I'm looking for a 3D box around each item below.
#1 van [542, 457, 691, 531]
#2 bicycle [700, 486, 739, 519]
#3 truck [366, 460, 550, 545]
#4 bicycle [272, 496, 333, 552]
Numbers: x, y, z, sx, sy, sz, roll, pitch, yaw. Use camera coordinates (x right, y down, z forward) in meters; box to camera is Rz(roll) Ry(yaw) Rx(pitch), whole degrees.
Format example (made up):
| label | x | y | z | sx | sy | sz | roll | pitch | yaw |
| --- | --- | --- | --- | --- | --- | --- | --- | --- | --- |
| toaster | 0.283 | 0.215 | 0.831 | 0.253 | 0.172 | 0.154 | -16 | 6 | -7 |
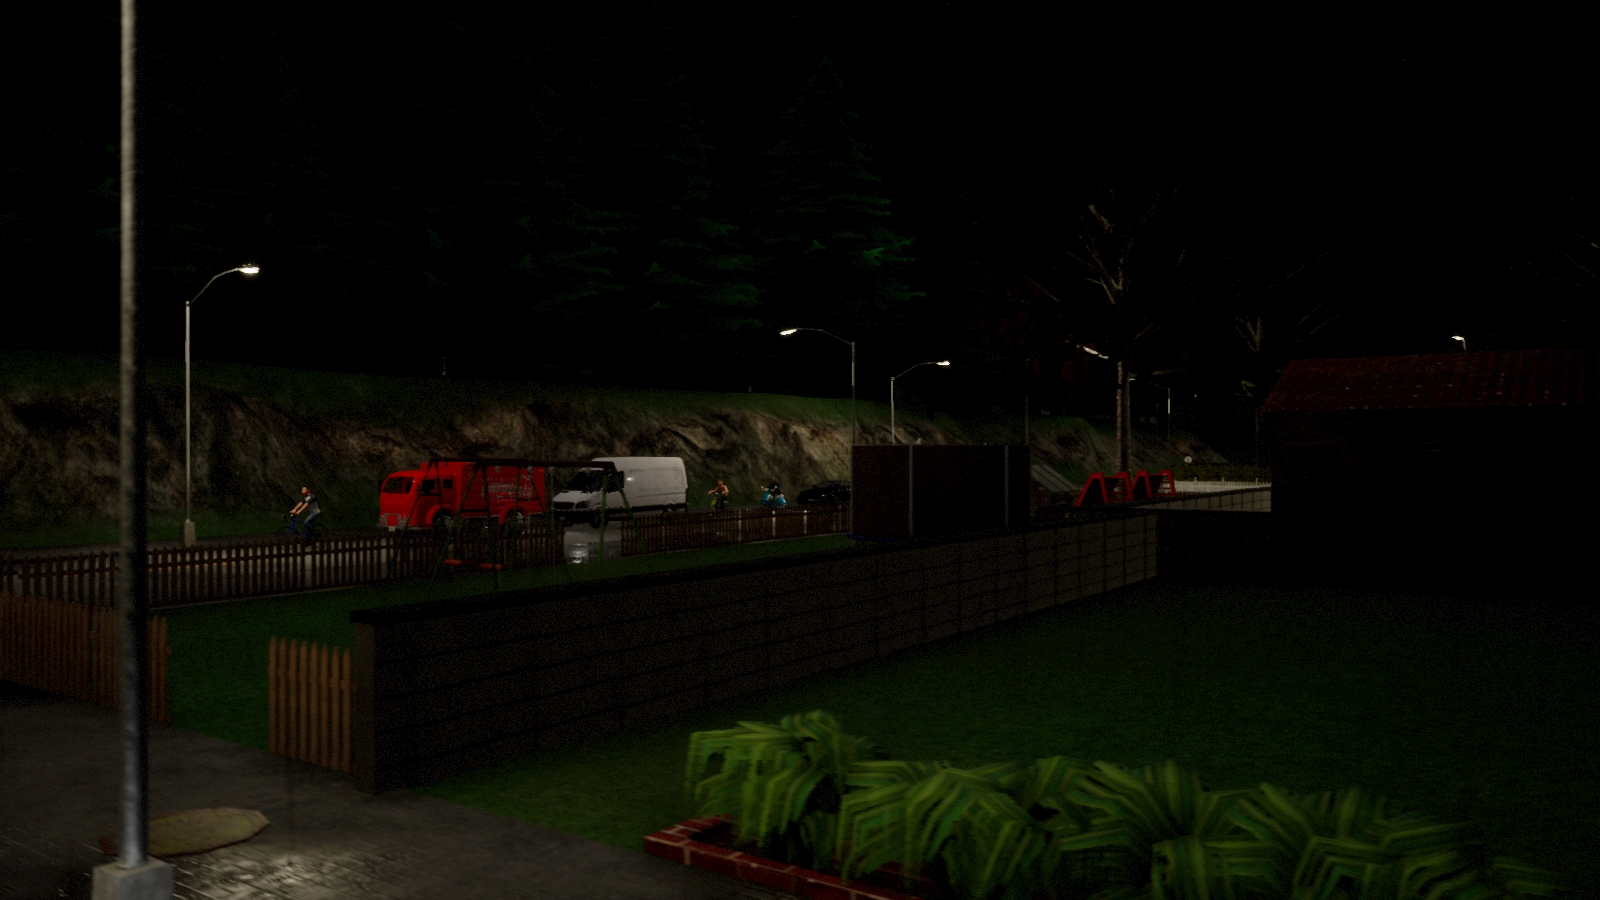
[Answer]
| label | x | y | z | sx | sy | sz | roll | pitch | yaw |
| --- | --- | --- | --- | --- | --- | --- | --- | --- | --- |
| van | -6.783 | 1.557 | 42.992 | 1.988 | 2.561 | 5.915 | 0 | 0 | 35 |
| bicycle | -3.362 | 2.180 | 47.689 | 0.859 | 1.276 | 1.487 | 0 | 0 | 36 |
| truck | -10.979 | 1.590 | 37.014 | 2.627 | 2.467 | 5.204 | 0 | 0 | 35 |
| bicycle | -14.140 | 2.078 | 32.501 | 0.373 | 1.496 | 1.643 | 0 | 0 | 35 |
